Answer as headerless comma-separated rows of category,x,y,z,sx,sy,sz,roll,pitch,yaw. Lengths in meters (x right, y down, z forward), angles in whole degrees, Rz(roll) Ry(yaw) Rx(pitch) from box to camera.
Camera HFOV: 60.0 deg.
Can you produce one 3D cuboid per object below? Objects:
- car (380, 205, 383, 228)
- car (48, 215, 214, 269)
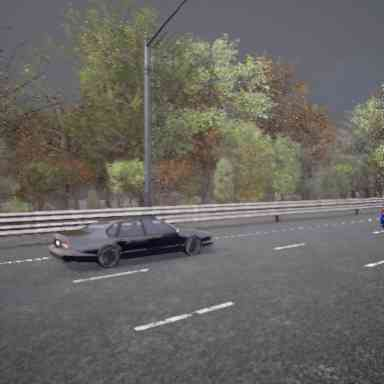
car,11.300,1.027,16.074,5.566,2.045,2.150,0,0,-35
car,-1.817,1.495,11.051,5.357,1.411,2.033,-1,0,-35
